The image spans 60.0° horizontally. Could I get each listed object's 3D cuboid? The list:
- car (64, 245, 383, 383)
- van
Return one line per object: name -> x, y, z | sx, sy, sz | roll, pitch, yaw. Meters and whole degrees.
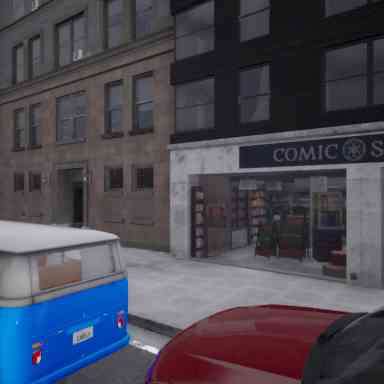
car -> 1.917, 1.315, 1.442 | 5.009, 1.841, 2.192 | 0, 0, 36
van -> -2.704, 1.341, 4.743 | 3.998, 1.788, 1.690 | 0, 0, 36
